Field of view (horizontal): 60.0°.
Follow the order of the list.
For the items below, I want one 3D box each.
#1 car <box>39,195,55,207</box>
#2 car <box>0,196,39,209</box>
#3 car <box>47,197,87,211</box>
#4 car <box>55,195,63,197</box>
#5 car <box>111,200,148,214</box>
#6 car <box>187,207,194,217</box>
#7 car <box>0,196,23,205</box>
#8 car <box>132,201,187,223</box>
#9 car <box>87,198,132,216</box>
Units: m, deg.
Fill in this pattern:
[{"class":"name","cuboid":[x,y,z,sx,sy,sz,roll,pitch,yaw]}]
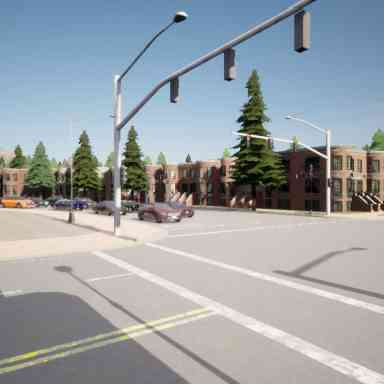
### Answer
[{"class":"car","cuboid":[-23.286,1.492,49.070,4.902,1.511,2.128,0,0,23]},{"class":"car","cuboid":[-23.695,1.352,45.390,4.553,1.767,2.097,0,0,25]},{"class":"car","cuboid":[-14.971,1.601,39.995,4.718,1.301,1.895,0,0,38]},{"class":"car","cuboid":[-23.208,1.352,56.519,4.553,1.767,2.097,0,0,21]},{"class":"car","cuboid":[-6.977,1.601,36.992,1.895,1.301,4.718,0,0,-41]},{"class":"car","cuboid":[-1.611,1.564,30.063,1.994,1.385,4.181,0,0,-37]},{"class":"car","cuboid":[-32.892,1.492,58.985,4.902,1.511,2.128,0,0,9]},{"class":"car","cuboid":[-2.597,1.526,25.545,1.812,1.442,4.674,0,0,-35]},{"class":"car","cuboid":[-8.279,1.547,33.224,2.033,1.411,5.357,0,0,-38]}]
